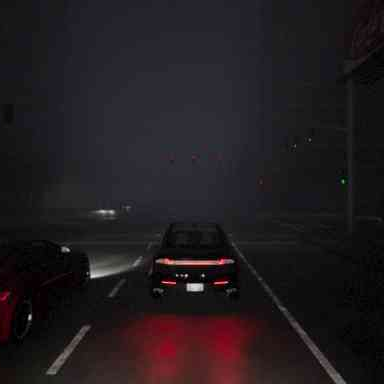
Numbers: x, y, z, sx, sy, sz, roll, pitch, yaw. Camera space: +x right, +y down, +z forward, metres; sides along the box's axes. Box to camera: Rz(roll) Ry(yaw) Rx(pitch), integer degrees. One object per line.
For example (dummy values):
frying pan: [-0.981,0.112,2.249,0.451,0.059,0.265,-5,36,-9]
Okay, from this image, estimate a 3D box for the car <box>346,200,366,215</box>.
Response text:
car: [17.901,1.491,33.040,4.902,1.511,2.128,0,0,0]

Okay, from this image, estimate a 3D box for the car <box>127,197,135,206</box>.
car: [-10.574,1.546,54.111,2.033,1.411,5.357,0,0,0]

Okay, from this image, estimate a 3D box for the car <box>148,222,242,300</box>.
car: [0.068,1.491,8.372,2.128,1.511,4.902,0,0,0]

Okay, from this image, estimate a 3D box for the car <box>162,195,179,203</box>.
car: [-4.599,1.325,70.581,2.097,1.767,4.553,0,0,-27]

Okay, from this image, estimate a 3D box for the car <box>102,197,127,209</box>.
car: [-10.588,1.491,44.369,2.128,1.511,4.902,0,0,0]

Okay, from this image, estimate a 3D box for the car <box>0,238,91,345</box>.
car: [-3.442,1.564,6.395,1.994,1.385,4.181,0,0,0]

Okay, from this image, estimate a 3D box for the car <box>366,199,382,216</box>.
car: [18.509,1.352,29.541,4.553,1.767,2.097,0,0,0]
